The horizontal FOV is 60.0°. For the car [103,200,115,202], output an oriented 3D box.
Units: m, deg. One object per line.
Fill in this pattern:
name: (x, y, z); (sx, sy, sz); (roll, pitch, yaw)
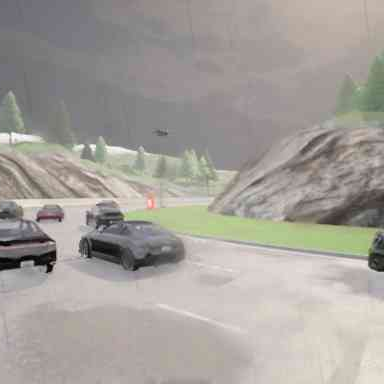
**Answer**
car: (-10.461, 1.745, 41.789); (1.882, 1.535, 5.008); (0, 0, 0)

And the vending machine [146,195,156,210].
vending machine: (-5.985, 1.533, 48.493); (1.100, 2.100, 0.880); (0, 0, 11)

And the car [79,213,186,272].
car: (-2.125, 1.641, 11.220); (1.994, 1.385, 4.181); (1, -1, -43)

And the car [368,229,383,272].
car: (7.166, 1.315, 7.577); (5.566, 2.045, 2.150); (0, 0, 34)

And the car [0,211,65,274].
car: (-5.626, 1.543, 9.901); (2.128, 1.511, 4.902); (0, 0, -42)

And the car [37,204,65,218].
car: (-11.958, 1.724, 28.338); (1.994, 1.385, 4.181); (0, 0, -18)

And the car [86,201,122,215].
car: (-6.017, 1.650, 22.781); (1.837, 1.490, 4.892); (0, 0, -28)

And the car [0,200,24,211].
car: (-15.255, 1.490, 27.310); (2.097, 1.767, 4.553); (1, 0, -18)
